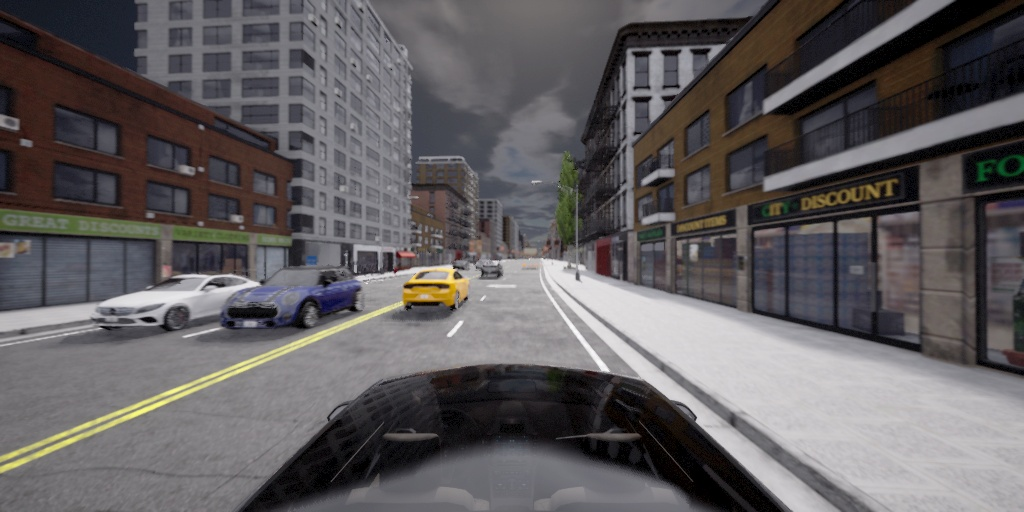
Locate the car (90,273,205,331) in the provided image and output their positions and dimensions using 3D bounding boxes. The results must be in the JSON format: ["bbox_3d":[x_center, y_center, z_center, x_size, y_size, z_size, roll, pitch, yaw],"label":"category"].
[{"bbox_3d":[-9.727,1.275,11.080,1.812,1.442,4.674,0,0,1],"label":"car"}]

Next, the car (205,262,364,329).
[{"bbox_3d":[-6.470,1.105,11.166,2.097,1.767,4.553,0,0,1],"label":"car"}]

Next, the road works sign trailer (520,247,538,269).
[{"bbox_3d":[3.015,0.331,58.848,2.380,3.560,2.880,0,0,5],"label":"road works sign trailer"}]

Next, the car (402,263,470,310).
[{"bbox_3d":[-2.942,1.240,14.796,1.882,1.535,5.008,0,0,1],"label":"car"}]

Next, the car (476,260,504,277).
[{"bbox_3d":[-1.928,1.301,35.715,2.128,1.511,4.902,0,0,4],"label":"car"}]

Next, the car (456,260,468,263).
[{"bbox_3d":[-7.379,1.347,51.985,1.837,1.490,4.892,0,0,5],"label":"car"}]
